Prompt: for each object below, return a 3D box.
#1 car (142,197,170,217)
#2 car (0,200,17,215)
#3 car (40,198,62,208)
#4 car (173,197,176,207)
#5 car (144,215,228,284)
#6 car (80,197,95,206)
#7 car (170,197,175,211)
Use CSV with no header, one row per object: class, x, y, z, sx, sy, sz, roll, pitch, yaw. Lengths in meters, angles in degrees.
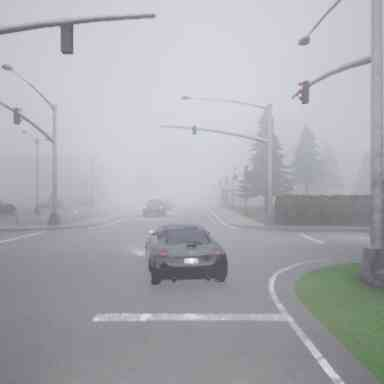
car,-3.684,1.485,33.508,2.097,1.767,4.553,0,0,0
car,-17.779,1.462,30.111,2.007,1.523,4.514,0,0,0
car,-20.634,1.580,48.745,1.970,1.475,3.806,0,0,0
car,-3.692,1.564,53.654,2.097,1.767,4.553,0,0,0
car,-0.330,1.604,9.856,1.994,1.385,4.181,0,0,-9
car,-17.600,1.598,56.144,1.845,1.501,3.633,0,0,0
car,-3.700,1.736,43.400,1.994,1.385,4.181,0,0,0
